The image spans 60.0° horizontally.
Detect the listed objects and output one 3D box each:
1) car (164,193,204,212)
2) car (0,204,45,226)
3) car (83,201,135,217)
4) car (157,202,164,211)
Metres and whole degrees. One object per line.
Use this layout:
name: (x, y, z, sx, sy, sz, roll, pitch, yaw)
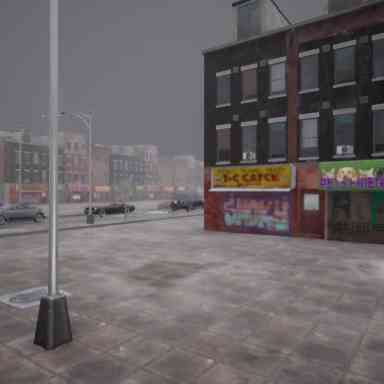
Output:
car: (-0.132, 1.116, 35.928, 2.150, 2.045, 5.566, 0, 0, 35)
car: (-12.598, 1.515, 23.380, 1.994, 1.385, 4.181, 0, 0, 36)
car: (-7.556, 1.519, 30.516, 1.895, 1.301, 4.718, 0, 0, 36)
car: (-2.100, 1.448, 38.234, 1.994, 1.385, 4.181, 0, 0, 35)
